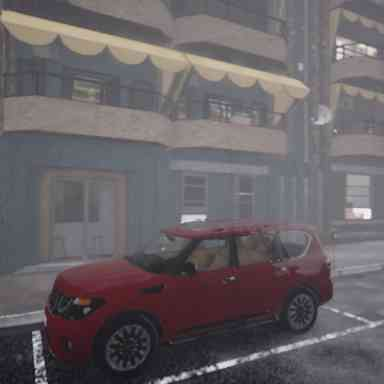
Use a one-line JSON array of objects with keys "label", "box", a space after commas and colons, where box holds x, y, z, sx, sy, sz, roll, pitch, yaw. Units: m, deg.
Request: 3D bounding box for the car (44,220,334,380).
[{"label": "car", "box": [0.203, 1.475, 5.789, 5.009, 1.841, 2.192, 1, -1, -27]}]
